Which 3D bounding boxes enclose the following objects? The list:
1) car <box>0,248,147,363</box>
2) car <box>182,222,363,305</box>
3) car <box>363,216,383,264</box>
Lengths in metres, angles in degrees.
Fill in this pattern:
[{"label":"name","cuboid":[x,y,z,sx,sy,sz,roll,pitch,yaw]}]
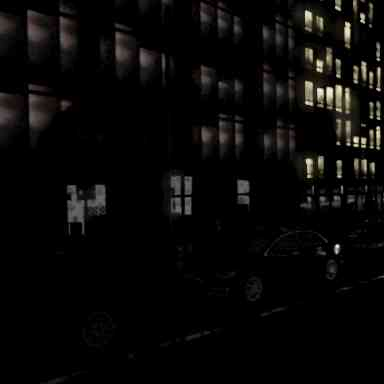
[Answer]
[{"label":"car","cuboid":[-2.826,1.538,4.558,4.507,1.381,1.887,-1,0,-35]},{"label":"car","cuboid":[1.816,1.501,7.837,4.403,1.369,2.008,-1,0,-35]},{"label":"car","cuboid":[6.459,1.490,11.116,4.206,1.307,1.802,-1,0,-35]}]
